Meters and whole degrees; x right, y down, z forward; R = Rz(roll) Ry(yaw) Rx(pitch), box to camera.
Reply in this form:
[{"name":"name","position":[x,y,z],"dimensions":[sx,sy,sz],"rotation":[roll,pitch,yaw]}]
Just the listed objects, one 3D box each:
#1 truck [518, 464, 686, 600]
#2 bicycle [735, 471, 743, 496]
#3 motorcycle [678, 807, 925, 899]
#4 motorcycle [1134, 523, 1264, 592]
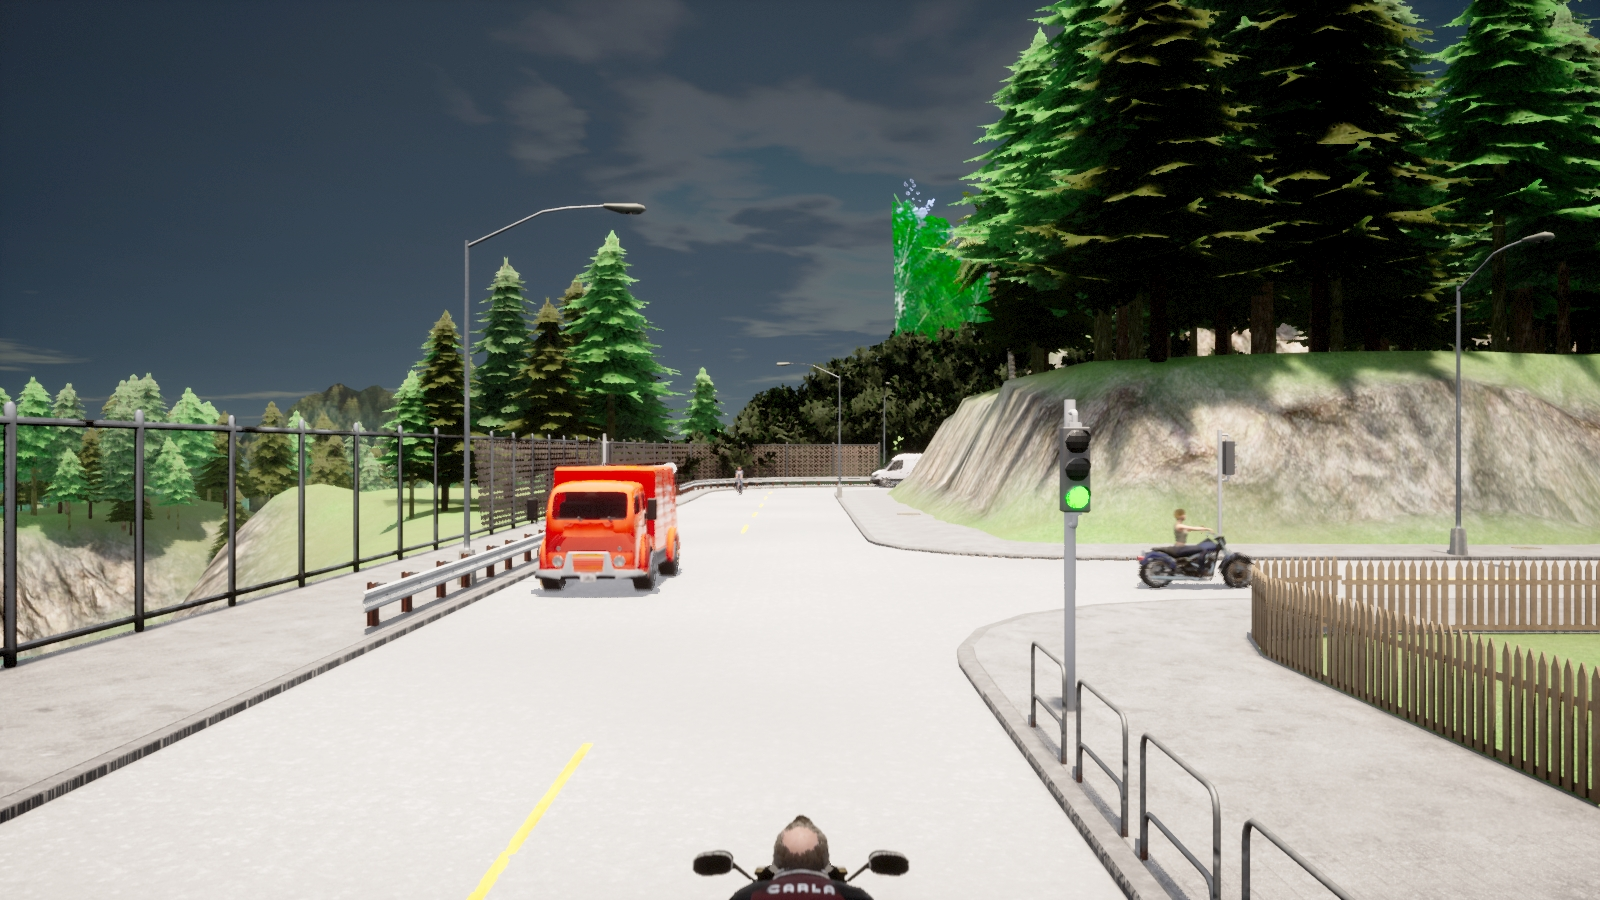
[{"name":"truck","position":[-3.976,1.567,24.024],"dimensions":[2.627,2.467,5.204],"rotation":[0,0,0]},{"name":"bicycle","position":[-3.728,2.056,69.924],"dimensions":[0.373,1.496,1.643],"rotation":[0,0,2]},{"name":"motorcycle","position":[0.005,2.205,3.962],"dimensions":[0.867,1.251,2.209],"rotation":[0,0,0]},{"name":"motorcycle","position":[8.014,2.154,23.008],"dimensions":[2.356,1.307,0.764],"rotation":[0,0,3]}]
